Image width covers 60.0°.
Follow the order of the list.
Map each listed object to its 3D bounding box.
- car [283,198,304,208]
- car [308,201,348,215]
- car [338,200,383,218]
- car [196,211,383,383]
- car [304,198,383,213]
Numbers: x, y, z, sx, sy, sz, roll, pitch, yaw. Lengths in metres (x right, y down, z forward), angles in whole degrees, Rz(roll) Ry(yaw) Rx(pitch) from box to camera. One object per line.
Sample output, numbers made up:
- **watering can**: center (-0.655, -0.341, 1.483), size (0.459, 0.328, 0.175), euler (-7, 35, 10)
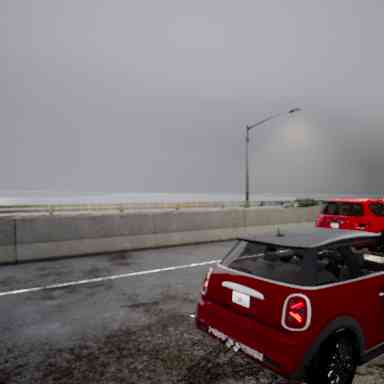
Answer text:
- **car**: center (12.586, 1.471, 38.499), size (4.553, 1.767, 2.097), euler (0, 0, -35)
- **car**: center (14.592, 1.683, 35.632), size (4.181, 1.385, 1.994), euler (0, 0, -35)
- **car**: center (16.688, 1.624, 32.827), size (4.892, 1.490, 1.837), euler (0, 0, -35)
- **car**: center (2.347, 1.370, 5.407), size (4.553, 1.767, 2.097), euler (0, 0, -35)
- **car**: center (7.146, 1.270, 13.094), size (5.566, 2.045, 2.150), euler (0, 0, -35)
